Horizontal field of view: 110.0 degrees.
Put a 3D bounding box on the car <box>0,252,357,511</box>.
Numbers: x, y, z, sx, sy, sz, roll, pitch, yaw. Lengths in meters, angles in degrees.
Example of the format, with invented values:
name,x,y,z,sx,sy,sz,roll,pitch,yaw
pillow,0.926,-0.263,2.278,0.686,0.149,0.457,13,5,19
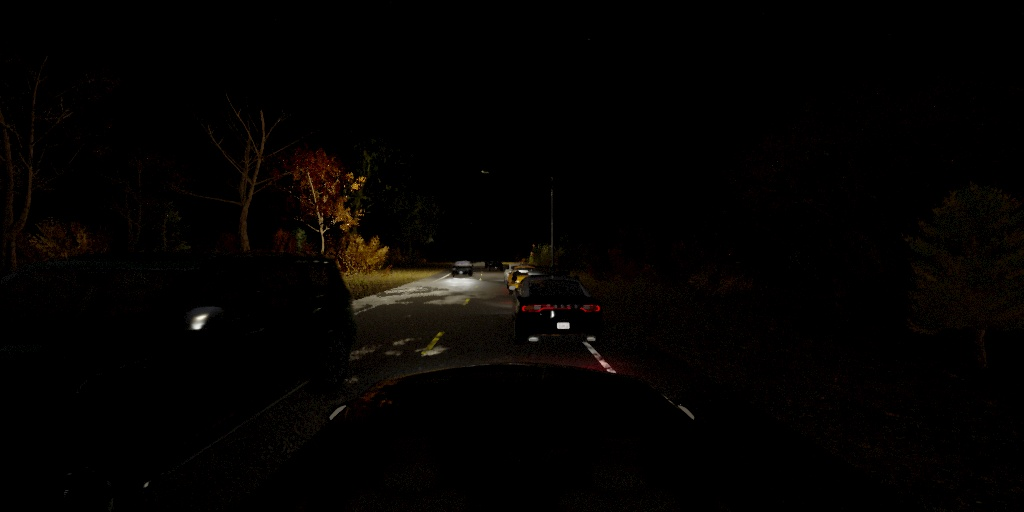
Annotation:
name,x,y,z,sx,sy,sz,roll,pitch,yaw
car,-3.631,0.971,3.741,2.150,2.045,5.566,0,0,-1

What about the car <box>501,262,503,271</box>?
name,x,y,z,sx,sy,sz,roll,pitch,yaw
car,0.401,1.264,25.633,1.812,1.442,4.674,0,0,-3

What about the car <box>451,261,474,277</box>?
name,x,y,z,sx,sy,sz,roll,pitch,yaw
car,-4.761,1.229,34.721,2.128,1.511,4.902,0,0,-4

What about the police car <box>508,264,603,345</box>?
name,x,y,z,sx,sy,sz,roll,pitch,yaw
police car,0.964,1.174,9.663,1.930,1.638,5.238,0,0,-1

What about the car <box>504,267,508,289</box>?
name,x,y,z,sx,sy,sz,roll,pitch,yaw
car,0.667,1.200,19.795,1.801,1.575,5.366,0,0,-2

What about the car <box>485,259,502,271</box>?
name,x,y,z,sx,sy,sz,roll,pitch,yaw
car,-2.225,1.234,47.620,1.837,1.490,4.892,0,0,-5
